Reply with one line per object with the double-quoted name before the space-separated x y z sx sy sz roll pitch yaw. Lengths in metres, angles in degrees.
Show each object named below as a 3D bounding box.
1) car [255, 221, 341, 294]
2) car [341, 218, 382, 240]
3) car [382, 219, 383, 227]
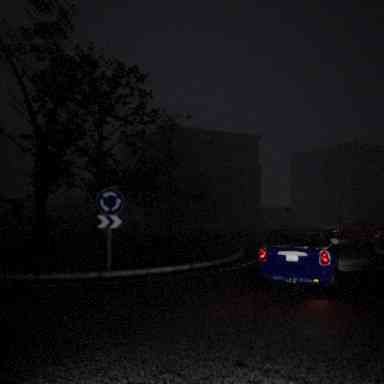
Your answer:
"car" 3.484 1.863 10.591 2.097 1.767 4.553 -1 -4 24
"car" 12.956 3.095 27.546 5.008 1.535 1.882 3 -4 -26
"car" 23.196 4.319 38.086 2.097 1.535 5.008 6 -5 -28
